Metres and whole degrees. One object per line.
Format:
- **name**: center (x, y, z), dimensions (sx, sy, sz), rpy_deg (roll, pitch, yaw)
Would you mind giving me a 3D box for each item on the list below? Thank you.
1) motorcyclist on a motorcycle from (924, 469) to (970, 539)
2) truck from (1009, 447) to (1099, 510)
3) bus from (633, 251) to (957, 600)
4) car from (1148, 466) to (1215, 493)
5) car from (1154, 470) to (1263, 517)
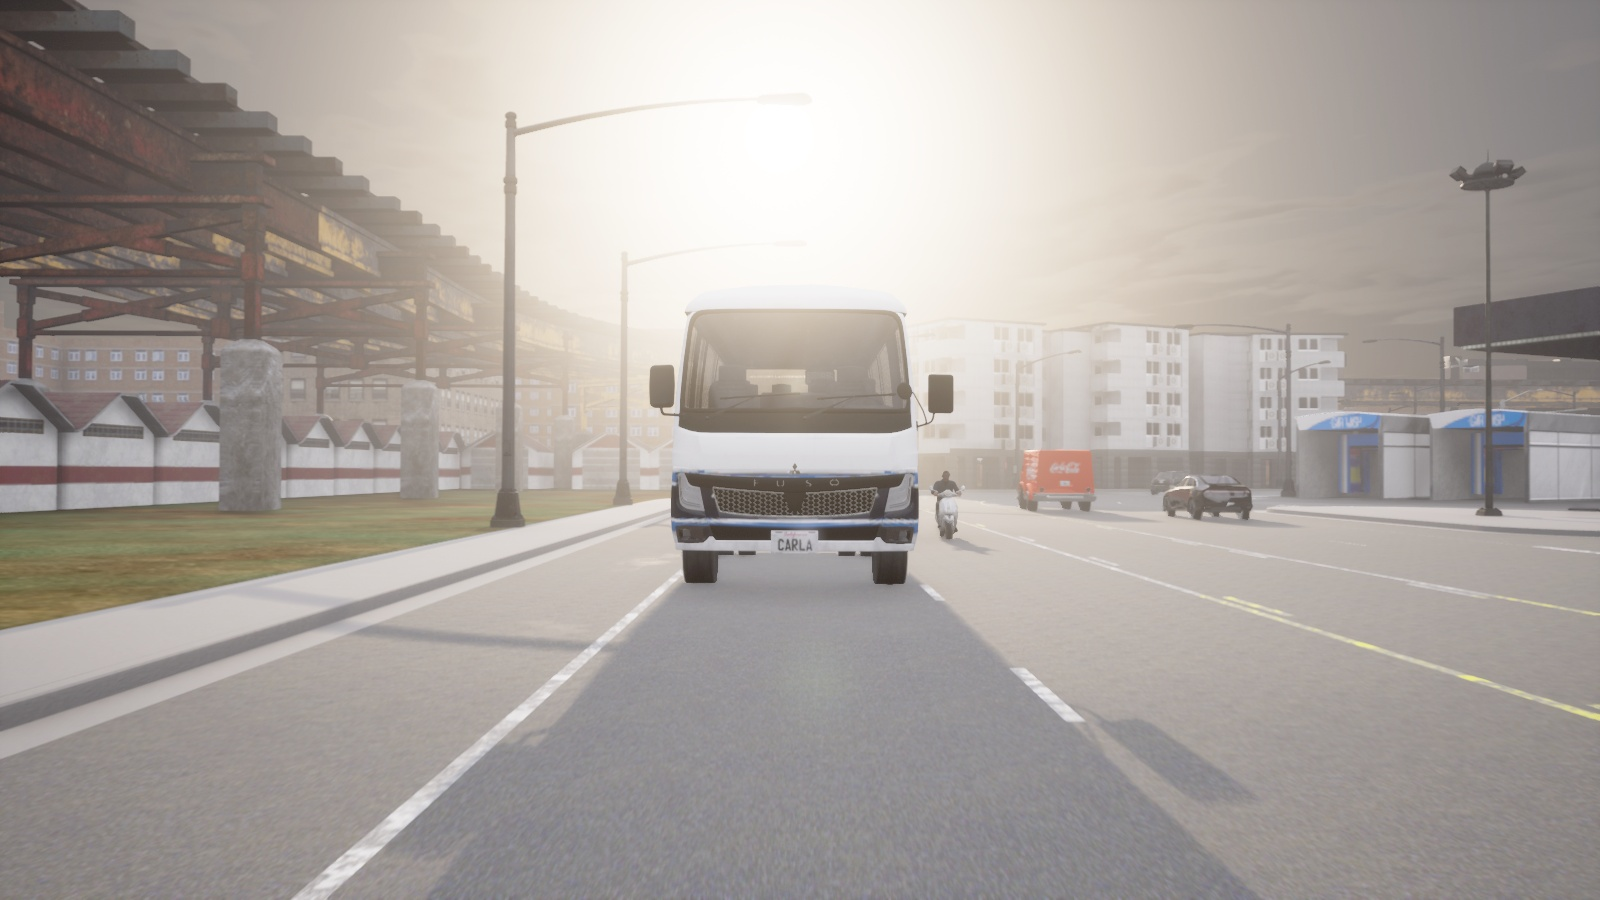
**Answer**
- **motorcyclist on a motorcycle**: center (3.428, 1.249, 29.452), dimensions (0.866, 1.590, 1.817), rpy_deg (0, -1, 0)
- **truck**: center (10.360, 1.153, 51.670), dimensions (2.627, 2.467, 5.204), rpy_deg (0, -1, 0)
- **bus**: center (-0.056, -0.218, 20.458), dimensions (3.944, 4.253, 10.273), rpy_deg (0, -1, 0)
- **car**: center (26.423, 2.025, 86.844), dimensions (4.553, 1.767, 2.097), rpy_deg (0, -1, -36)
- **car**: center (13.885, 1.437, 43.010), dimensions (2.128, 1.511, 4.902), rpy_deg (0, -1, 0)
